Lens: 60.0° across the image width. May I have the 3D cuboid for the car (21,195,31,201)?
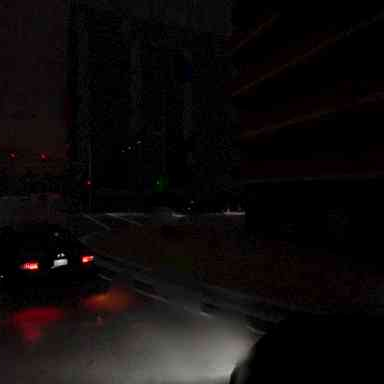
[{"bbox_3d":[-40.171,1.525,80.638,2.128,1.511,4.902,0,0,-23],"label":"car"}]

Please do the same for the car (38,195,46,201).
[{"bbox_3d":[-37.083,1.540,82.321,2.033,1.411,5.357,0,0,-23],"label":"car"}]

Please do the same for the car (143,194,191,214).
[{"bbox_3d":[-2.532,1.277,36.500,5.566,2.045,2.150,0,0,-23],"label":"car"}]

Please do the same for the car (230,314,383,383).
[{"bbox_3d":[2.859,1.547,2.027,5.357,1.411,2.033,0,0,35],"label":"car"}]

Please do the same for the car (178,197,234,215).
[{"bbox_3d":[1.458,1.560,34.367,4.892,1.490,1.837,0,0,-23],"label":"car"}]

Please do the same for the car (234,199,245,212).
[{"bbox_3d":[6.620,1.560,40.298,4.892,1.490,1.837,0,0,-23],"label":"car"}]

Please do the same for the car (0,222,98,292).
[{"bbox_3d":[-4.362,1.547,9.045,2.033,1.411,5.357,0,0,-39],"label":"car"}]
